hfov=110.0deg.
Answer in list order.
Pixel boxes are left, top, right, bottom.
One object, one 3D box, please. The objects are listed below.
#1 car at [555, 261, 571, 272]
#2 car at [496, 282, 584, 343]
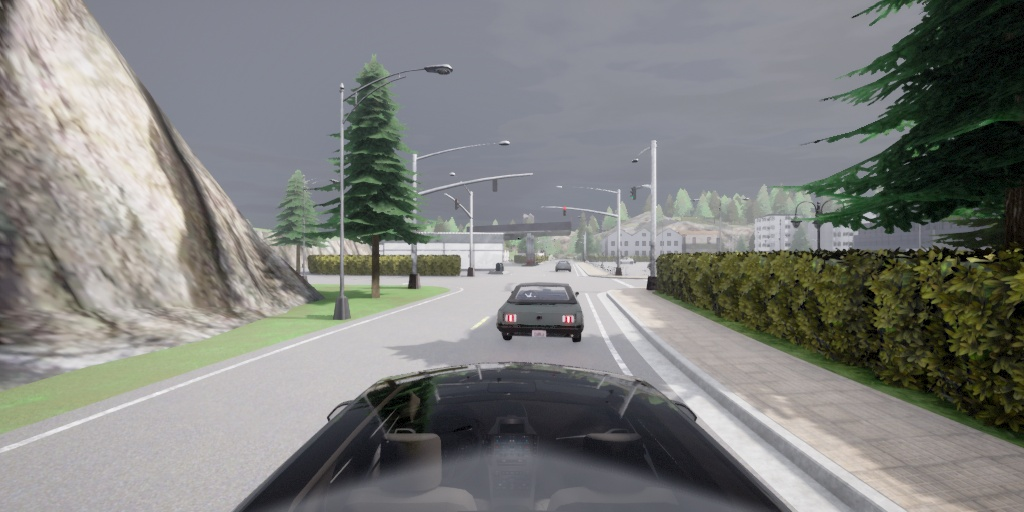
[{"bbox_3d":[6.566,1.313,45.815,1.994,1.385,4.181,0,0,9],"label":"car"},{"bbox_3d":[0.883,1.351,9.760,1.895,1.301,4.718,0,0,8],"label":"car"}]
